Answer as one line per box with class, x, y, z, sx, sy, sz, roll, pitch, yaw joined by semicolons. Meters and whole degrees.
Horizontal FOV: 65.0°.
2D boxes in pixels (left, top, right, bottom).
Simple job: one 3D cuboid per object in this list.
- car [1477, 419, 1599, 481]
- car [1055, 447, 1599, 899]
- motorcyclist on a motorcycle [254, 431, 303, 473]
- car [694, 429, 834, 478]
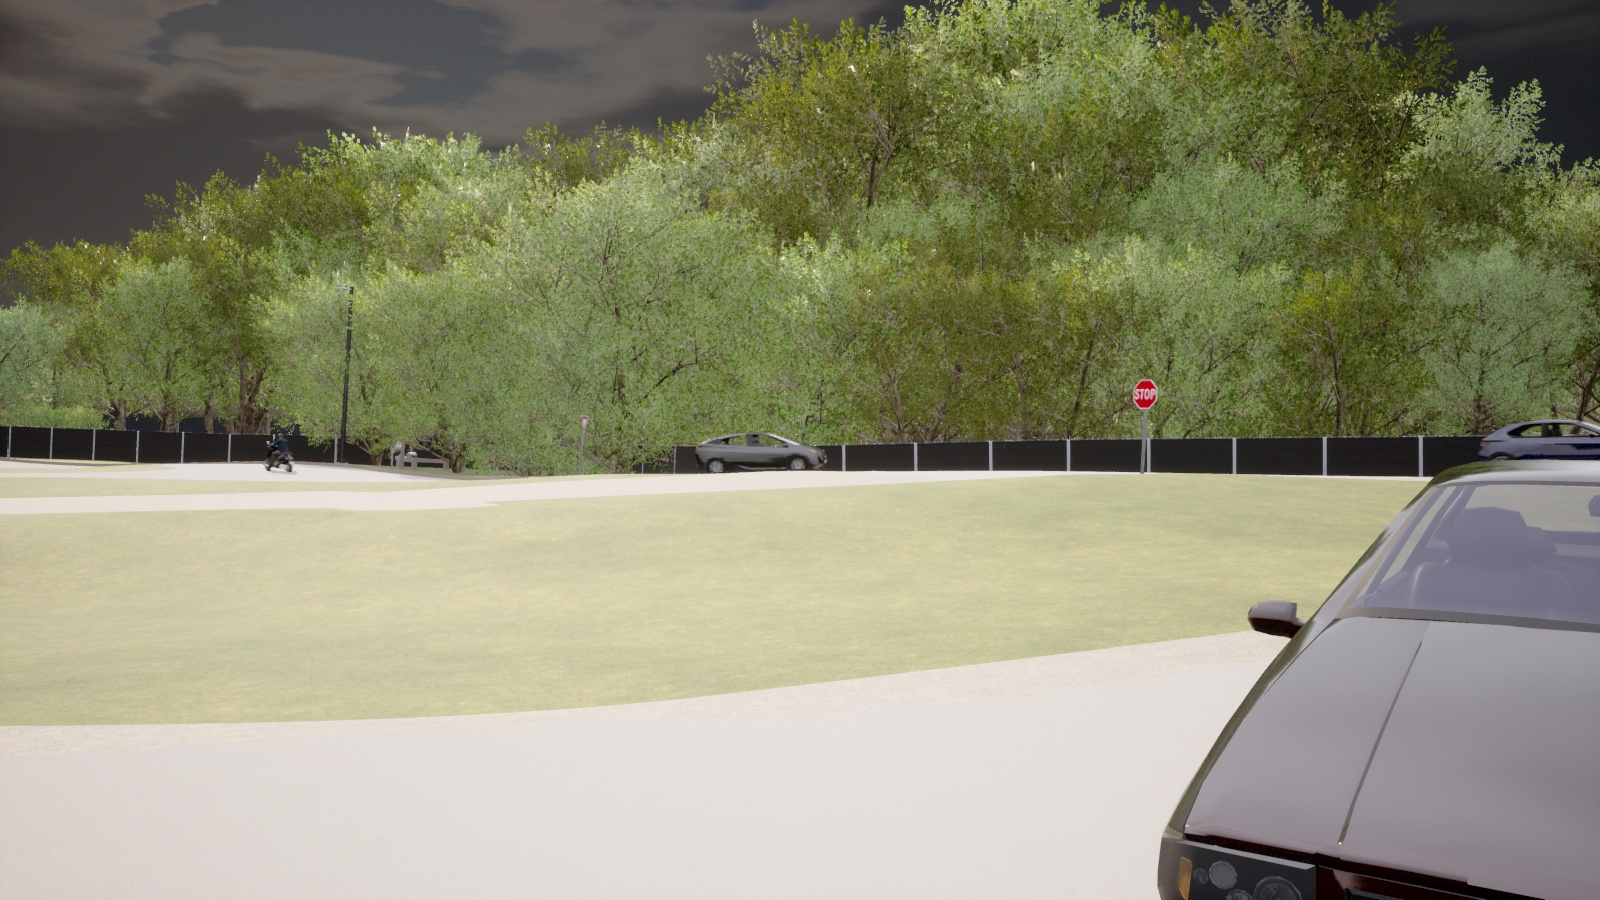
car;19.330;0.014;31.069;4.193;1.474;1.816;0;-1;43
car;2.824;0.751;4.233;2.033;1.411;5.357;2;2;33
motorcyclist on a motorcycle;-21.217;0.081;51.094;1.817;1.590;0.866;2;-1;32
car;-1.203;0.103;43.404;4.514;1.525;2.007;-2;0;8
